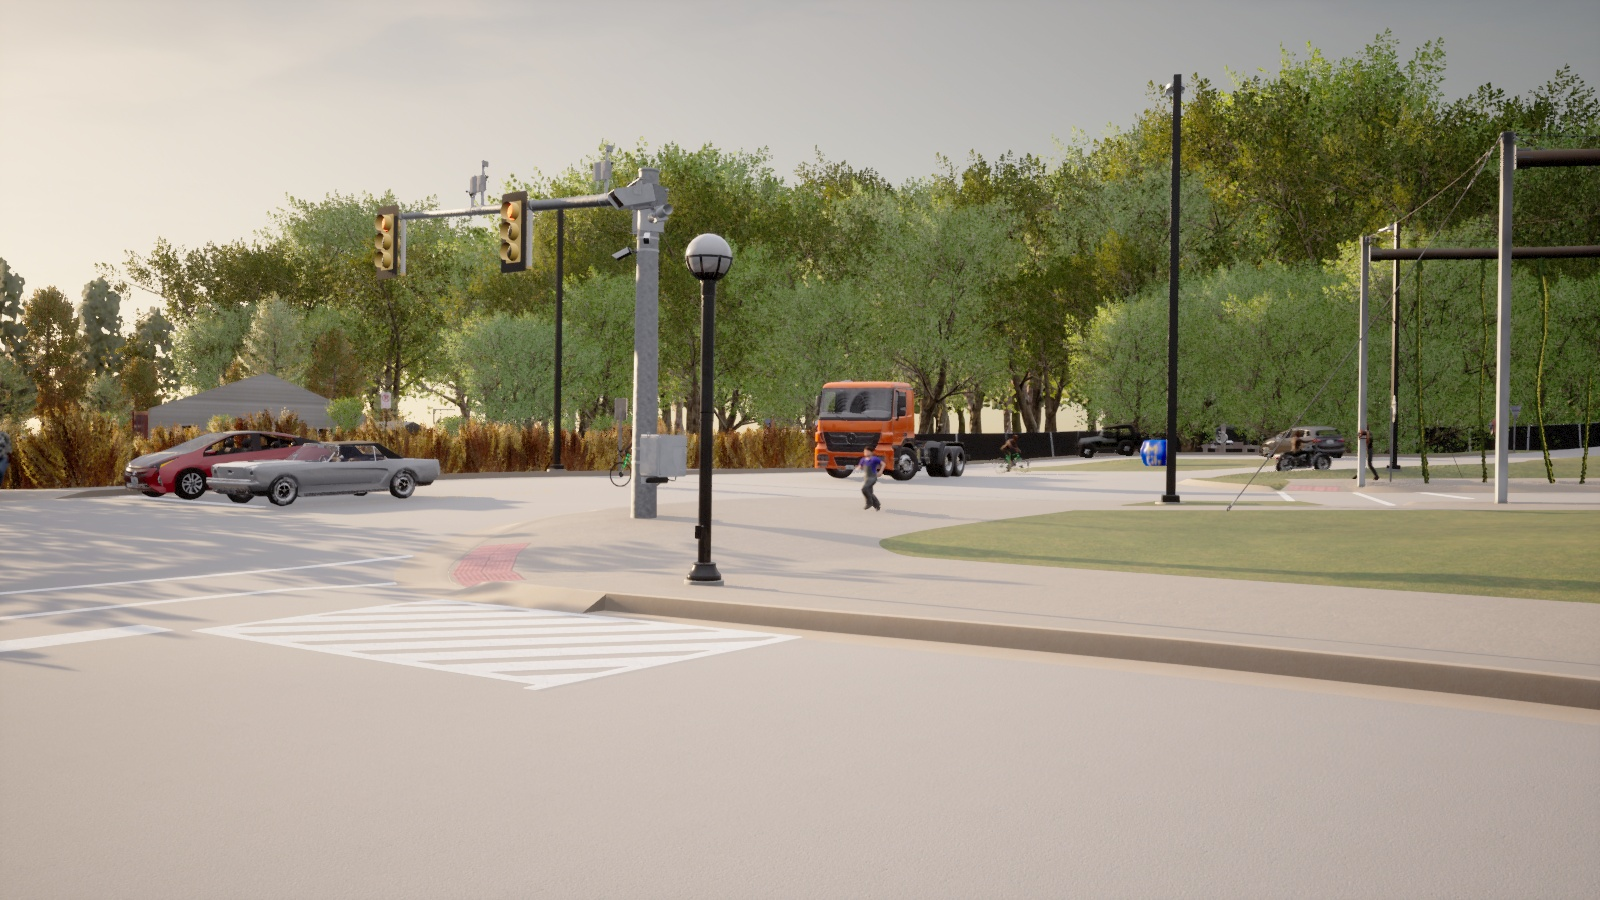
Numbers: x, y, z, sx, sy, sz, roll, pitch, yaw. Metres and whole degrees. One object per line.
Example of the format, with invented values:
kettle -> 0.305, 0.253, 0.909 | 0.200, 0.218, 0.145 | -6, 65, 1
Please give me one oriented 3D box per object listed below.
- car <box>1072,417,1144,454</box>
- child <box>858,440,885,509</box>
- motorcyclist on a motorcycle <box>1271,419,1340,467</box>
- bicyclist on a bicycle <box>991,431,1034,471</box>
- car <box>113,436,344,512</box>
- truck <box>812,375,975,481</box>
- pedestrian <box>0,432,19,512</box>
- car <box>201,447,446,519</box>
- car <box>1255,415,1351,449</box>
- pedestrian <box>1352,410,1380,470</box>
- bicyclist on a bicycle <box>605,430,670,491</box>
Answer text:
car -> 18.252, -0.858, 74.460 | 3.866, 1.878, 1.905 | -4, 0, 9
child -> 1.322, 0.454, 23.200 | 0.437, 1.263, 0.270 | 0, 0, -44
motorcyclist on a motorcycle -> 18.853, -0.263, 46.843 | 2.350, 1.649, 0.766 | -3, 0, -15
bicyclist on a bicycle -> 8.669, 0.053, 51.155 | 1.656, 1.620, 0.582 | -1, 0, 42
car -> -13.417, 0.512, 29.721 | 2.007, 1.525, 4.514 | 0, 2, 37
truck -> 3.541, -0.791, 45.304 | 2.891, 3.462, 7.936 | 0, 1, 28
pedestrian -> -18.784, 0.506, 29.353 | 0.874, 1.855, 0.900 | 0, 0, -32
car -> -10.370, 0.655, 27.668 | 1.895, 1.301, 4.718 | 0, 2, 37
car -> 26.020, -0.927, 65.180 | 2.242, 1.667, 4.611 | -2, 1, -16
pedestrian -> 17.503, -0.305, 38.828 | 0.720, 1.854, 0.376 | 0, 0, -13
bicyclist on a bicycle -> -4.403, 0.282, 34.001 | 1.656, 1.620, 0.582 | 0, 1, -33
